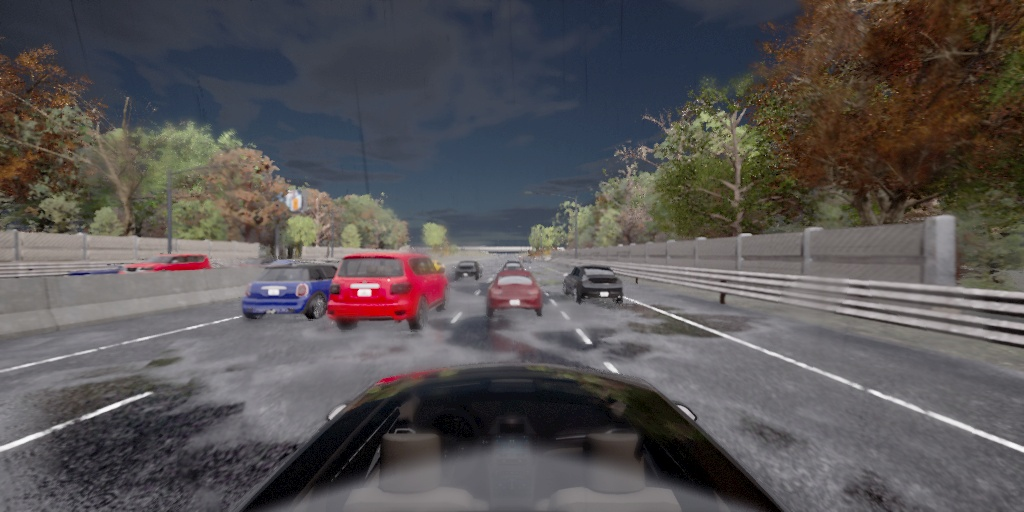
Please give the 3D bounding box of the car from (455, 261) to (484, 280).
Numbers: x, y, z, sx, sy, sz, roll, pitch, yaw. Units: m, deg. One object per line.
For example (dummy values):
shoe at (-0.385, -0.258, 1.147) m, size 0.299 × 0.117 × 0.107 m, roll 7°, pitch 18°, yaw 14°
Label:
car at (-3.406, 1.135, 28.897) m, size 1.837 × 1.490 × 4.892 m, roll 0°, pitch 0°, yaw 0°

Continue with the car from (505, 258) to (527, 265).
car at (0.095, 1.151, 29.983) m, size 1.812 × 1.442 × 4.674 m, roll 0°, pitch 0°, yaw 0°

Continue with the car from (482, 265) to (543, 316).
car at (0.098, 1.225, 13.047) m, size 1.812 × 1.442 × 4.674 m, roll 0°, pitch 0°, yaw 0°

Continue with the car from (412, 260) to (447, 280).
car at (-6.904, 1.101, 30.536) m, size 1.882 × 1.535 × 5.008 m, roll 0°, pitch 0°, yaw 0°

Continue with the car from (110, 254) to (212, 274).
car at (-24.603, 0.867, 25.843) m, size 2.150 × 2.045 × 5.566 m, roll 0°, pitch 0°, yaw 0°

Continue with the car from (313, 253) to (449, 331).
car at (-3.403, 0.930, 10.961) m, size 2.150 × 2.045 × 5.566 m, roll 0°, pitch 0°, yaw 0°

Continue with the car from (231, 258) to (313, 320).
car at (-6.903, 1.054, 12.508) m, size 2.097 × 1.767 × 4.553 m, roll 0°, pitch 0°, yaw 0°

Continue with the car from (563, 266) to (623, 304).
car at (3.496, 1.184, 16.008) m, size 1.837 × 1.490 × 4.892 m, roll 0°, pitch 0°, yaw 0°

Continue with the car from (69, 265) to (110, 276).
car at (-28.104, 1.247, 25.556) m, size 1.895 × 1.301 × 4.718 m, roll 0°, pitch 0°, yaw 0°
